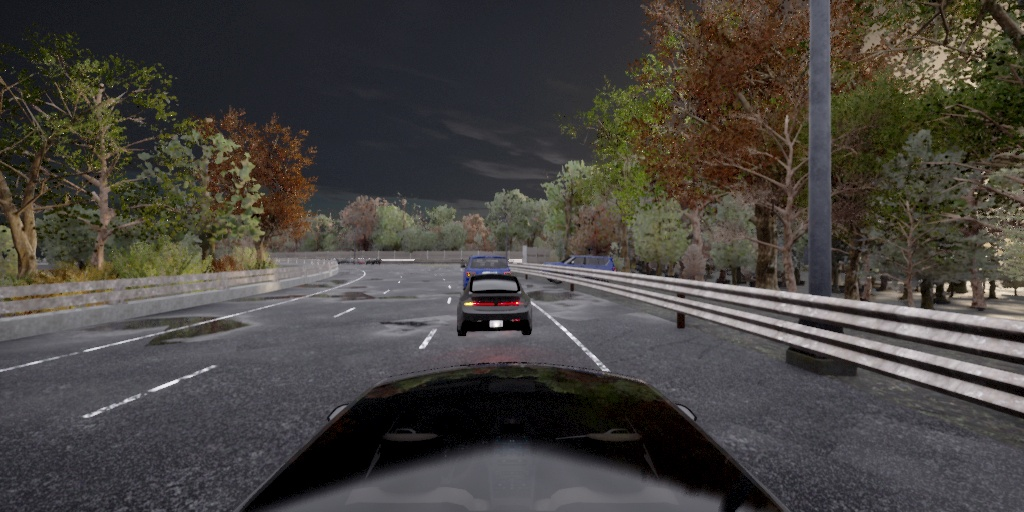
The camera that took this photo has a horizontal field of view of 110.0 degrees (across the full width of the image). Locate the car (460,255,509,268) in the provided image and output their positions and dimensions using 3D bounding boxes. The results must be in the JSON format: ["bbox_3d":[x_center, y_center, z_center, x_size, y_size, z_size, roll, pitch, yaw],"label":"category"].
[{"bbox_3d":[-1.329,0.966,17.817,2.150,2.045,5.566,0,0,-8],"label":"car"}]

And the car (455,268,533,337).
[{"bbox_3d":[-0.559,1.252,10.345,1.837,1.490,4.892,0,0,-5],"label":"car"}]

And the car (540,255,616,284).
[{"bbox_3d":[4.831,0.943,26.137,5.566,2.045,2.150,3,1,-9],"label":"car"}]
